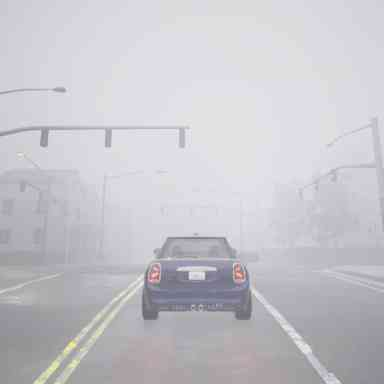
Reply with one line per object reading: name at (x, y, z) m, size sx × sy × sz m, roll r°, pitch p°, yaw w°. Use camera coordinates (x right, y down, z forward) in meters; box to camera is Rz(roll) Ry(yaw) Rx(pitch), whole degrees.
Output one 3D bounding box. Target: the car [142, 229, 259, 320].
car at (0.087, 1.808, 8.246) m, size 2.097 × 1.767 × 4.553 m, roll 0°, pitch -7°, yaw 0°
